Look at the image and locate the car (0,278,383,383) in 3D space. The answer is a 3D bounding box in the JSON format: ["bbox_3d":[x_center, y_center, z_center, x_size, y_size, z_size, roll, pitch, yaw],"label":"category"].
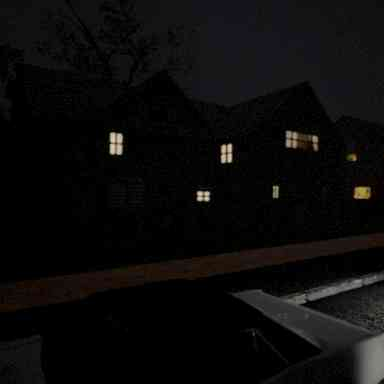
[{"bbox_3d":[-0.516,1.577,2.721,4.718,1.301,1.895,0,1,-33],"label":"car"}]
